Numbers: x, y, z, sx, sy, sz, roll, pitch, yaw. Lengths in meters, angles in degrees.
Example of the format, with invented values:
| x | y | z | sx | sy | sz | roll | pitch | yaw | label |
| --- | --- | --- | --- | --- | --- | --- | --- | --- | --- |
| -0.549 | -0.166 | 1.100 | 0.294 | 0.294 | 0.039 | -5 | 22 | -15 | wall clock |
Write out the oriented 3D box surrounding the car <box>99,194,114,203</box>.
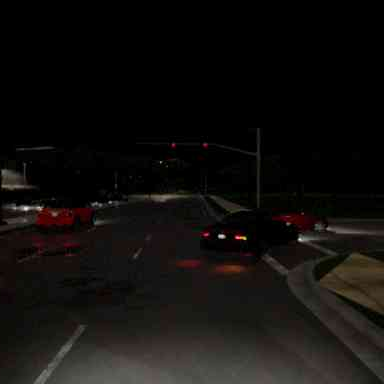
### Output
| x | y | z | sx | sy | sz | roll | pitch | yaw | label |
| --- | --- | --- | --- | --- | --- | --- | --- | --- | --- |
| -15.249 | 1.155 | 56.133 | 2.033 | 1.411 | 5.357 | 0 | 0 | 1 | car |

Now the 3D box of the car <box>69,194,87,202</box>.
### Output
| x | y | z | sx | sy | sz | roll | pitch | yaw | label |
| --- | --- | --- | --- | --- | --- | --- | --- | --- | --- |
| -22.104 | 1.110 | 64.846 | 1.994 | 1.385 | 4.181 | 0 | 0 | 1 | car |

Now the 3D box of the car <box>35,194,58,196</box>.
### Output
| x | y | z | sx | sy | sz | roll | pitch | yaw | label |
| --- | --- | --- | --- | --- | --- | --- | --- | --- | --- |
| -18.978 | 1.036 | 45.363 | 2.097 | 1.767 | 4.553 | 0 | 0 | 1 | car |

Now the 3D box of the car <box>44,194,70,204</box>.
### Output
| x | y | z | sx | sy | sz | roll | pitch | yaw | label |
| --- | --- | --- | --- | --- | --- | --- | --- | --- | --- |
| -22.267 | 1.107 | 55.088 | 2.128 | 1.511 | 4.902 | 0 | 0 | 1 | car |

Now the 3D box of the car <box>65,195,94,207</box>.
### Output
| x | y | z | sx | sy | sz | roll | pitch | yaw | label |
| --- | --- | --- | --- | --- | --- | --- | --- | --- | --- |
| -15.462 | 1.226 | 46.074 | 2.033 | 1.411 | 5.357 | 0 | 0 | 2 | car |

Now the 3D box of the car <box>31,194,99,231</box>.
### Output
| x | y | z | sx | sy | sz | roll | pitch | yaw | label |
| --- | --- | --- | --- | --- | --- | --- | --- | --- | --- |
| -7.292 | 1.213 | 19.664 | 2.097 | 1.767 | 4.553 | 0 | 0 | -1 | car |

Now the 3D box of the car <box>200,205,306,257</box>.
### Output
| x | y | z | sx | sy | sz | roll | pitch | yaw | label |
| --- | --- | --- | --- | --- | --- | --- | --- | --- | --- |
| 2.408 | 1.457 | 12.704 | 2.033 | 1.411 | 5.357 | 0 | 0 | 35 | car |

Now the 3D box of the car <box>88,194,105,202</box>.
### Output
| x | y | z | sx | sy | sz | roll | pitch | yaw | label |
| --- | --- | --- | --- | --- | --- | --- | --- | --- | --- |
| -18.605 | 1.148 | 64.729 | 1.895 | 1.301 | 4.718 | 0 | 0 | 1 | car |

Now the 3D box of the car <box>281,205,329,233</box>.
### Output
| x | y | z | sx | sy | sz | roll | pitch | yaw | label |
| --- | --- | --- | --- | --- | --- | --- | --- | --- | --- |
| 4.815 | 1.402 | 17.429 | 4.674 | 1.442 | 1.812 | 0 | -1 | -15 | car |

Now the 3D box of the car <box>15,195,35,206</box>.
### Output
| x | y | z | sx | sy | sz | roll | pitch | yaw | label |
| --- | --- | --- | --- | --- | --- | --- | --- | --- | --- |
| -22.456 | 1.185 | 45.964 | 1.837 | 1.490 | 4.892 | 0 | 0 | 1 | car |

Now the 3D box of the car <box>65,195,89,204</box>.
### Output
| x | y | z | sx | sy | sz | roll | pitch | yaw | label |
| --- | --- | --- | --- | --- | --- | --- | --- | --- | --- |
| -18.772 | 1.165 | 54.774 | 2.033 | 1.411 | 5.357 | 0 | 0 | 1 | car |

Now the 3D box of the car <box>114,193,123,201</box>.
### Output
| x | y | z | sx | sy | sz | roll | pitch | yaw | label |
| --- | --- | --- | --- | --- | --- | --- | --- | --- | --- |
| -15.078 | 1.040 | 66.309 | 1.837 | 1.490 | 4.892 | 0 | 0 | 1 | car |
